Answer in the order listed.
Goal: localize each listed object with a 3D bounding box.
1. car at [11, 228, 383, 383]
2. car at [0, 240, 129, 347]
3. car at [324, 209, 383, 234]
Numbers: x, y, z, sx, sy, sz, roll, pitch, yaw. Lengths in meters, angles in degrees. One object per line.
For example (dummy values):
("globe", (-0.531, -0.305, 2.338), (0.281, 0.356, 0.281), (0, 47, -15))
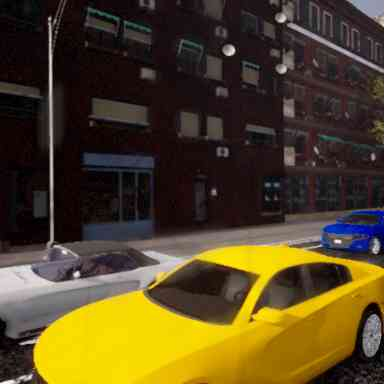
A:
("car", (0.690, 1.496, 4.278), (5.008, 1.535, 1.882), (0, 0, -38))
("car", (-2.209, 1.643, 6.135), (4.718, 1.301, 1.895), (0, 0, -38))
("car", (7.214, 1.503, 13.513), (5.008, 1.535, 1.882), (0, 0, -38))
